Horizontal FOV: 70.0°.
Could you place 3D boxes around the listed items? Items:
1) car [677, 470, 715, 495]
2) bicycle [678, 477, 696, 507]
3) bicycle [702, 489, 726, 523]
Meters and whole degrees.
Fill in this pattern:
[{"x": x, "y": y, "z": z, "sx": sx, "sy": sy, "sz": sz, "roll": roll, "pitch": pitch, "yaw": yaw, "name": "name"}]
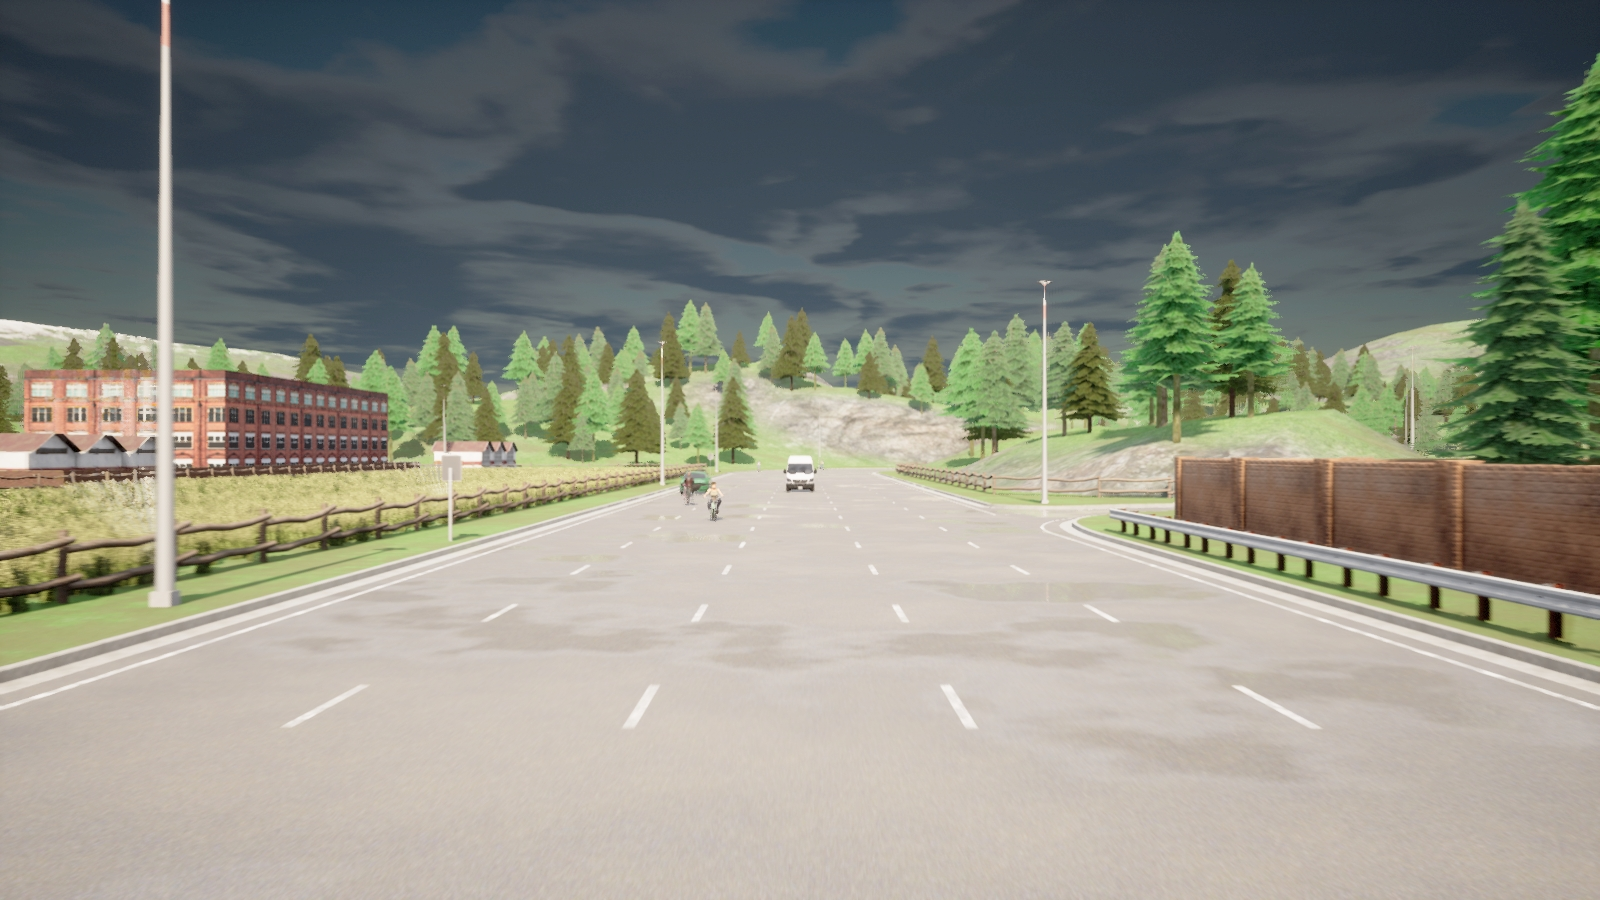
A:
[{"x": -6.994, "y": 2.200, "z": 77.149, "sx": 2.097, "sy": 1.535, "sz": 5.006, "roll": 0, "pitch": 0, "yaw": 0, "name": "car"}, {"x": -5.908, "y": 2.190, "z": 59.857, "sx": 0.329, "sy": 1.471, "sz": 1.835, "roll": 0, "pitch": 0, "yaw": 13, "name": "bicycle"}, {"x": -3.488, "y": 2.259, "z": 46.251, "sx": 0.859, "sy": 1.276, "sz": 1.487, "roll": 0, "pitch": 0, "yaw": 0, "name": "bicycle"}]
